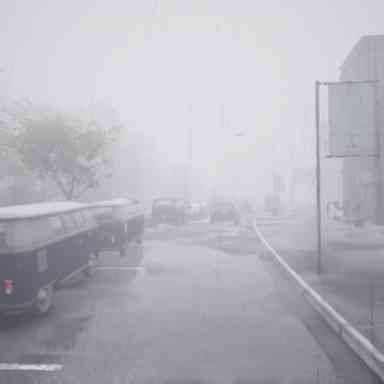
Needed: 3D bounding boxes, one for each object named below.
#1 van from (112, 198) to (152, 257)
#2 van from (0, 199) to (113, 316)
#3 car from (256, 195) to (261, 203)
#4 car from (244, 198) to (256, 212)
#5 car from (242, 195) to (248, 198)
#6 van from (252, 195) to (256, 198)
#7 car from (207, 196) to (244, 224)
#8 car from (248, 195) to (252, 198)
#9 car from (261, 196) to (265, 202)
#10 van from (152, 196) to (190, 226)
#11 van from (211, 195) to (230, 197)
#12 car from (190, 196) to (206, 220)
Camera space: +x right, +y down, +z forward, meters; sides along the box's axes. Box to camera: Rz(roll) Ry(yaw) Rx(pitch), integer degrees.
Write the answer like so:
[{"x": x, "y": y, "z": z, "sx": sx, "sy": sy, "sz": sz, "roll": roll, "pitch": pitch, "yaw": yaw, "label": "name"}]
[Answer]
[{"x": -3.050, "y": 1.283, "z": 13.093, "sx": 1.878, "sy": 1.987, "sz": 4.442, "roll": -2, "pitch": 1, "yaw": 3, "label": "van"}, {"x": -3.448, "y": 1.261, "z": 7.527, "sx": 1.878, "sy": 1.987, "sz": 4.442, "roll": -2, "pitch": 1, "yaw": 2, "label": "van"}, {"x": 15.343, "y": 1.977, "z": 82.675, "sx": 2.002, "sy": 1.452, "sz": 4.674, "roll": -1, "pitch": -1, "yaw": 18, "label": "car"}, {"x": 6.618, "y": 1.764, "z": 42.578, "sx": 1.994, "sy": 1.385, "sz": 4.181, "roll": -1, "pitch": 0, "yaw": 15, "label": "car"}, {"x": 8.492, "y": 1.840, "z": 61.594, "sx": 2.163, "sy": 1.488, "sz": 4.792, "roll": -1, "pitch": 0, "yaw": 16, "label": "car"}, {"x": 11.956, "y": 1.660, "z": 72.242, "sx": 1.878, "sy": 1.987, "sz": 4.442, "roll": -1, "pitch": -1, "yaw": 20, "label": "van"}, {"x": 2.679, "y": 1.450, "z": 25.804, "sx": 2.097, "sy": 1.767, "sz": 4.553, "roll": 0, "pitch": 0, "yaw": 10, "label": "car"}, {"x": 10.196, "y": 1.836, "z": 66.835, "sx": 2.231, "sy": 1.521, "sz": 4.892, "roll": -1, "pitch": 0, "yaw": 16, "label": "car"}, {"x": 17.425, "y": 1.733, "z": 89.092, "sx": 2.435, "sy": 2.045, "sz": 5.566, "roll": -1, "pitch": -1, "yaw": 19, "label": "car"}, {"x": -1.586, "y": 1.353, "z": 24.182, "sx": 1.878, "sy": 1.987, "sz": 4.442, "roll": -1, "pitch": 1, "yaw": 8, "label": "van"}, {"x": 3.551, "y": 1.500, "z": 45.890, "sx": 1.878, "sy": 1.987, "sz": 4.442, "roll": -1, "pitch": 0, "yaw": 16, "label": "van"}, {"x": -0.570, "y": 1.369, "z": 29.591, "sx": 2.435, "sy": 2.045, "sz": 5.566, "roll": -1, "pitch": 0, "yaw": 9, "label": "car"}]
